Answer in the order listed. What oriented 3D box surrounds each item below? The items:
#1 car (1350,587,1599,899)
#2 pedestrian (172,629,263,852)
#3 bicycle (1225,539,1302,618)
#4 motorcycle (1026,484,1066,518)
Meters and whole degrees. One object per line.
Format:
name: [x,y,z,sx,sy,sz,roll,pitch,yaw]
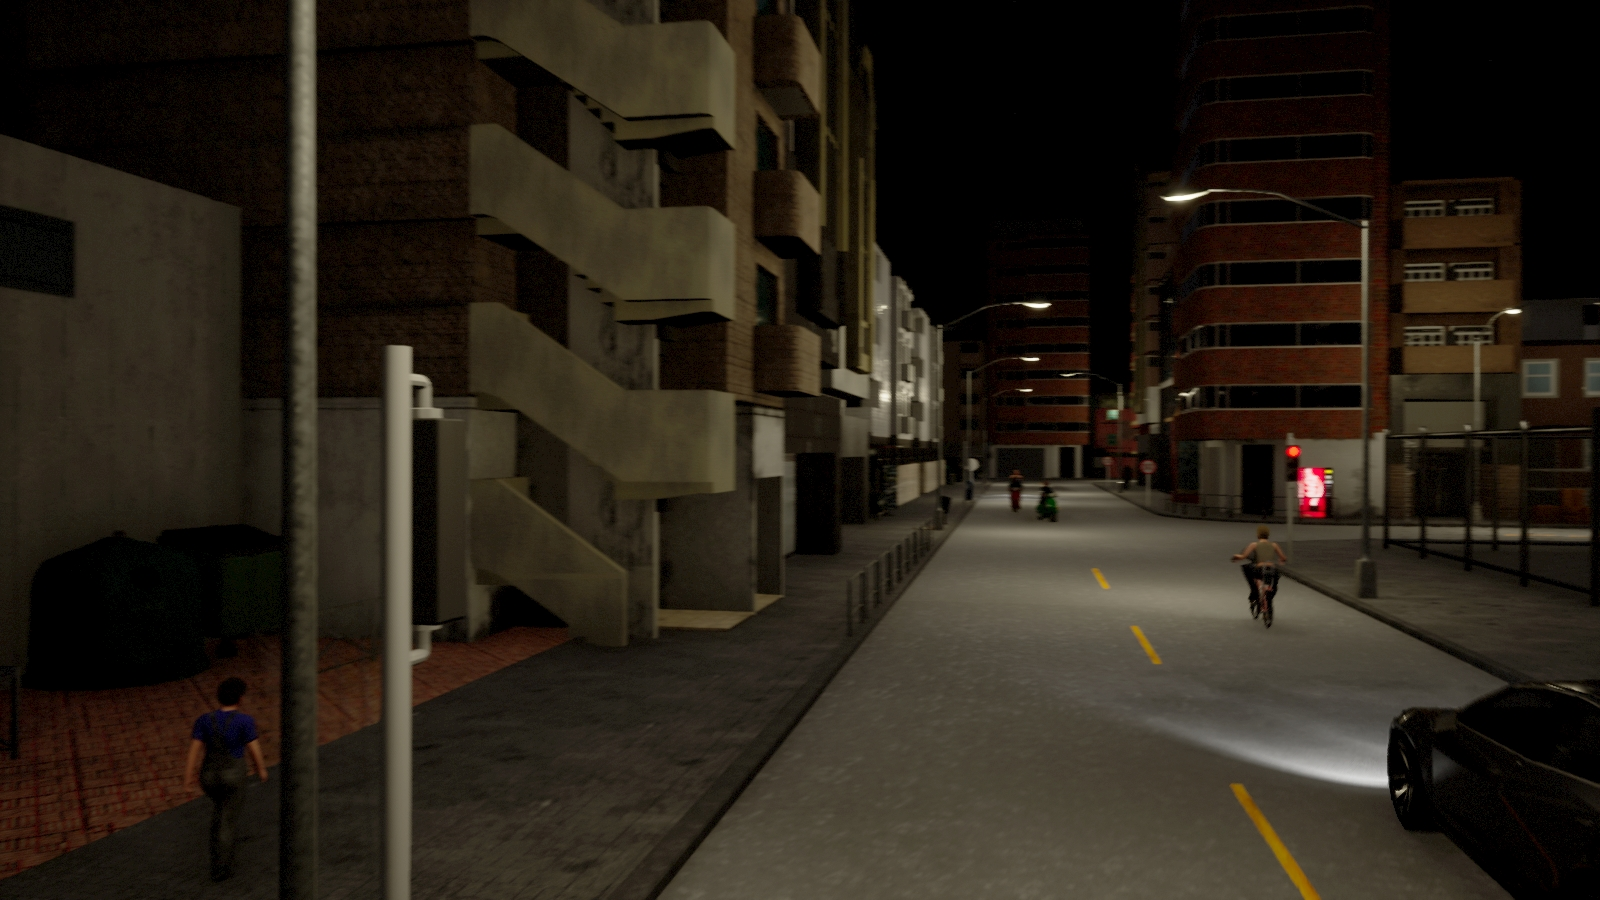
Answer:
car: [5.041,1.849,6.672,2.163,1.488,4.792,0,0,11]
pedestrian: [-3.635,1.797,7.143,0.375,1.300,0.375,0,0,0]
bicycle: [7.450,2.045,18.436,0.859,1.080,1.487,0,0,10]
motorcycle: [9.582,1.969,44.518,0.856,1.236,1.805,2,0,-10]
